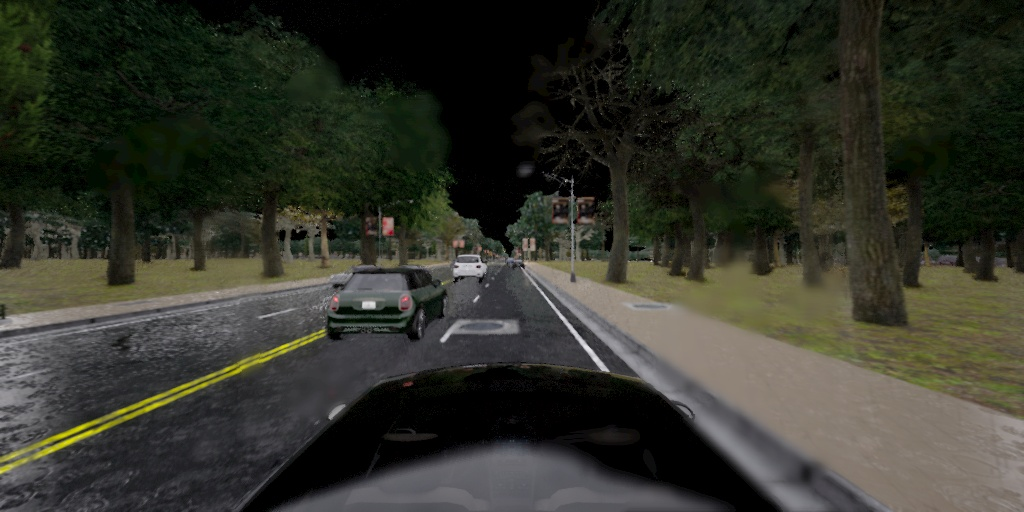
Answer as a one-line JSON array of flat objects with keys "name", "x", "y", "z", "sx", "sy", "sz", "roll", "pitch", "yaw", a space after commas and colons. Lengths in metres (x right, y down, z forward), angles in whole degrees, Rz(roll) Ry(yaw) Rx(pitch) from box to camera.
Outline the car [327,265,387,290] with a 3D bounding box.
[{"name": "car", "x": -9.874, "y": 1.319, "z": 23.272, "sx": 1.895, "sy": 1.301, "sz": 4.718, "roll": 0, "pitch": 0, "yaw": 0}]

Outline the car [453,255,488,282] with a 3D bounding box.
[{"name": "car", "x": -3.186, "y": 0.930, "z": 28.065, "sx": 2.150, "sy": 2.045, "sz": 5.566, "roll": 0, "pitch": 0, "yaw": 0}]

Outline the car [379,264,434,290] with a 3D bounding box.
[{"name": "car", "x": -6.625, "y": 1.265, "z": 23.269, "sx": 2.033, "sy": 1.411, "sz": 5.357, "roll": 0, "pitch": 0, "yaw": 0}]

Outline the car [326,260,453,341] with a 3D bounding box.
[{"name": "car", "x": -3.155, "y": 1.093, "z": 10.030, "sx": 2.097, "sy": 1.767, "sz": 4.553, "roll": 0, "pitch": 0, "yaw": 0}]

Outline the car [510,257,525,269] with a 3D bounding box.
[{"name": "car", "x": 0.999, "y": 1.169, "z": 55.130, "sx": 1.812, "sy": 1.442, "sz": 4.674, "roll": 0, "pitch": 0, "yaw": 0}]
